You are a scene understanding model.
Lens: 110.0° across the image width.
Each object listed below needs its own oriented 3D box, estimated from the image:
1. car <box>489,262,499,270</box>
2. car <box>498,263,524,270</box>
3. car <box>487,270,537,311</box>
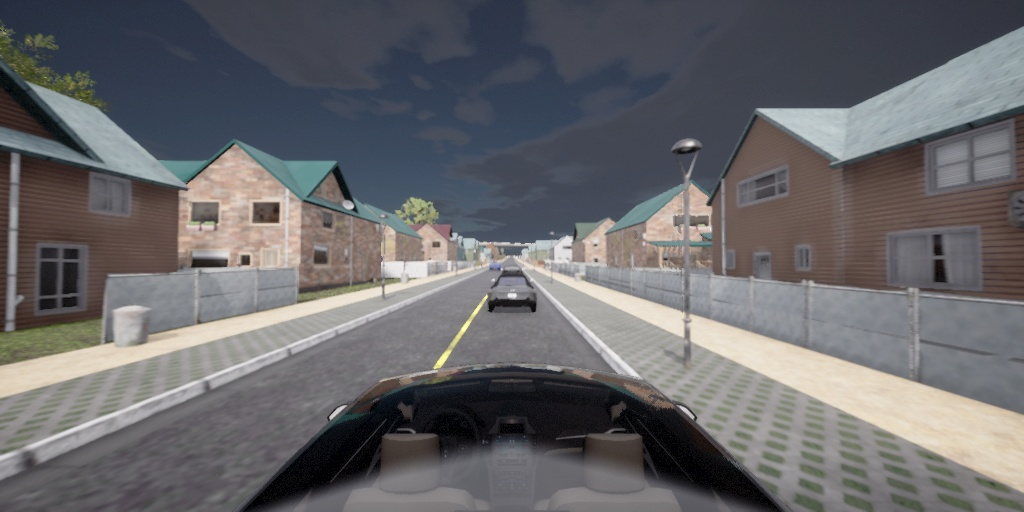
[{"bbox_3d":[-2.816,1.774,59.608,1.882,1.535,5.008,0,-1,0],"label":"car"},{"bbox_3d":[0.032,1.518,31.091,1.882,1.535,5.008,0,0,1],"label":"car"},{"bbox_3d":[0.025,1.455,15.364,1.994,1.385,4.181,0,0,0],"label":"car"}]
